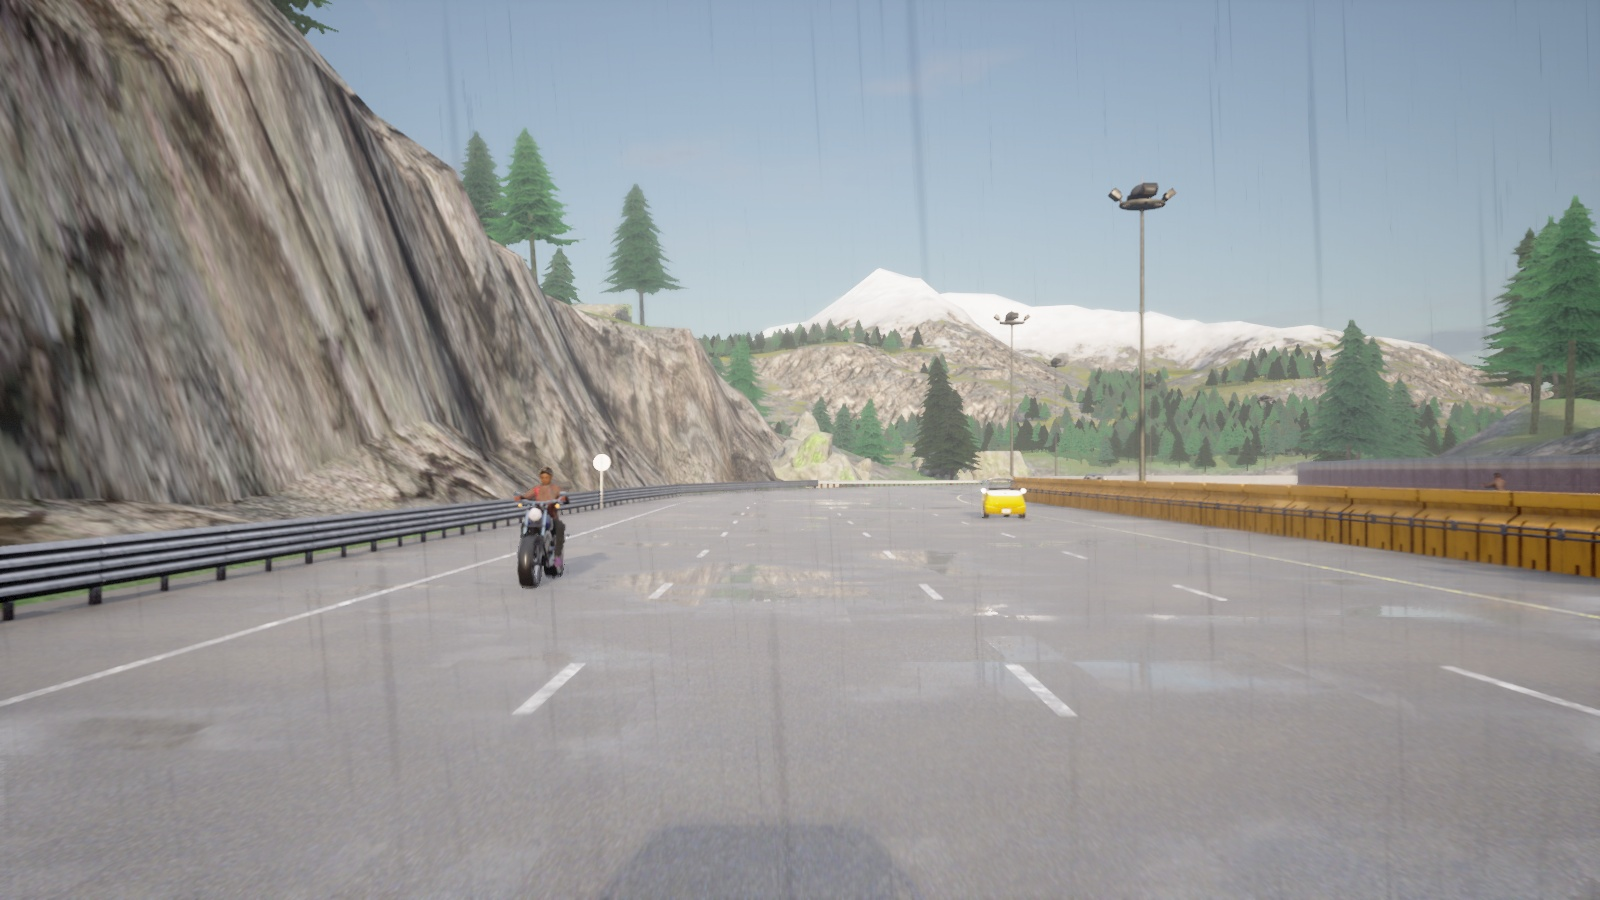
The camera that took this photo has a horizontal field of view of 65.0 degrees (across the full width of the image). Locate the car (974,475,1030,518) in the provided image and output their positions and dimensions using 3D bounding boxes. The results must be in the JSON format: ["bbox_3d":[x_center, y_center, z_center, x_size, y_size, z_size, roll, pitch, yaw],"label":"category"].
[{"bbox_3d":[6.743,1.546,42.083,1.481,1.376,2.207,0,-2,-1],"label":"car"}]

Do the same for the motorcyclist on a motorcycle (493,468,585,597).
[{"bbox_3d":[-3.544,1.068,17.256,0.766,1.649,2.350,0,-1,0],"label":"motorcyclist on a motorcycle"}]
